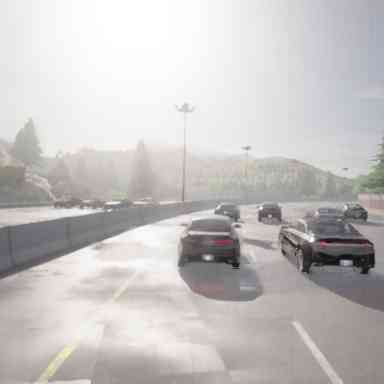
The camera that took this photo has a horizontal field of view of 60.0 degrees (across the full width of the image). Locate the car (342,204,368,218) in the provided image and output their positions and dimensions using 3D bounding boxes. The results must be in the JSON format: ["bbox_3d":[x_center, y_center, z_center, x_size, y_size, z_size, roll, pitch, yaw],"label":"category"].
[{"bbox_3d":[14.003,1.769,29.433,2.128,1.511,4.902,1,0,13],"label":"car"}]

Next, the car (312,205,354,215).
[{"bbox_3d":[9.079,1.728,22.935,2.033,1.411,5.357,1,0,10],"label":"car"}]

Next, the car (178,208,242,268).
[{"bbox_3d":[0.628,1.520,11.394,1.837,1.490,4.892,1,0,4],"label":"car"}]

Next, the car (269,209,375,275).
[{"bbox_3d":[4.087,1.573,10.806,2.128,1.511,4.902,1,0,4],"label":"car"}]

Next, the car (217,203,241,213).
[{"bbox_3d":[3.076,1.631,28.496,1.994,1.385,4.181,1,0,11],"label":"car"}]

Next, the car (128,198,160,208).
[{"bbox_3d":[-5.332,1.430,39.454,1.882,1.535,5.008,1,0,15],"label":"car"}]

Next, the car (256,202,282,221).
[{"bbox_3d":[6.614,1.640,28.404,1.837,1.490,4.892,1,0,12],"label":"car"}]

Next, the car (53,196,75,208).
[{"bbox_3d":[-15.471,1.215,42.178,1.882,1.535,5.008,1,0,15],"label":"car"}]

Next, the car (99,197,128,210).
[{"bbox_3d":[-8.713,1.436,40.362,2.033,1.411,5.357,1,0,15],"label":"car"}]

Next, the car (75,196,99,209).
[{"bbox_3d":[-12.102,1.357,41.235,1.994,1.385,4.181,1,0,15],"label":"car"}]
